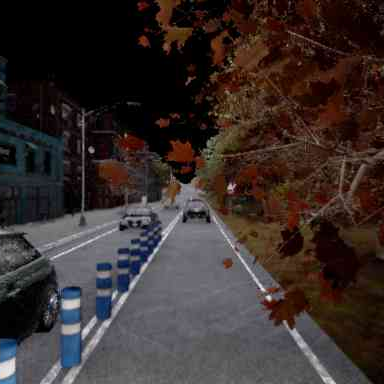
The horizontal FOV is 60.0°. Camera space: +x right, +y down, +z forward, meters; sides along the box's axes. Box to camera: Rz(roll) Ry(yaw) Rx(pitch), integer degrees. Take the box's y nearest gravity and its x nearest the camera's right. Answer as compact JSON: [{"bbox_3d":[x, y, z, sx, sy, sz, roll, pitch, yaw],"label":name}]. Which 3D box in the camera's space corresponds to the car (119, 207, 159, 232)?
[{"bbox_3d":[-3.177,1.627,20.605,1.994,1.385,4.181,0,0,1],"label":"car"}]

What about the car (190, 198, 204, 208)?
[{"bbox_3d":[0.714,1.631,50.044,2.033,1.411,5.357,0,0,1],"label":"car"}]

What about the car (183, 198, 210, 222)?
[{"bbox_3d":[0.376,1.422,27.375,2.097,1.767,4.553,0,0,1],"label":"car"}]

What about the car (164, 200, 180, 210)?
[{"bbox_3d":[-2.717,1.686,44.805,1.895,1.301,4.718,0,0,1],"label":"car"}]

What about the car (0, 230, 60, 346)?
[{"bbox_3d":[-3.325,1.367,3.824,2.097,1.767,4.553,0,0,0],"label":"car"}]
